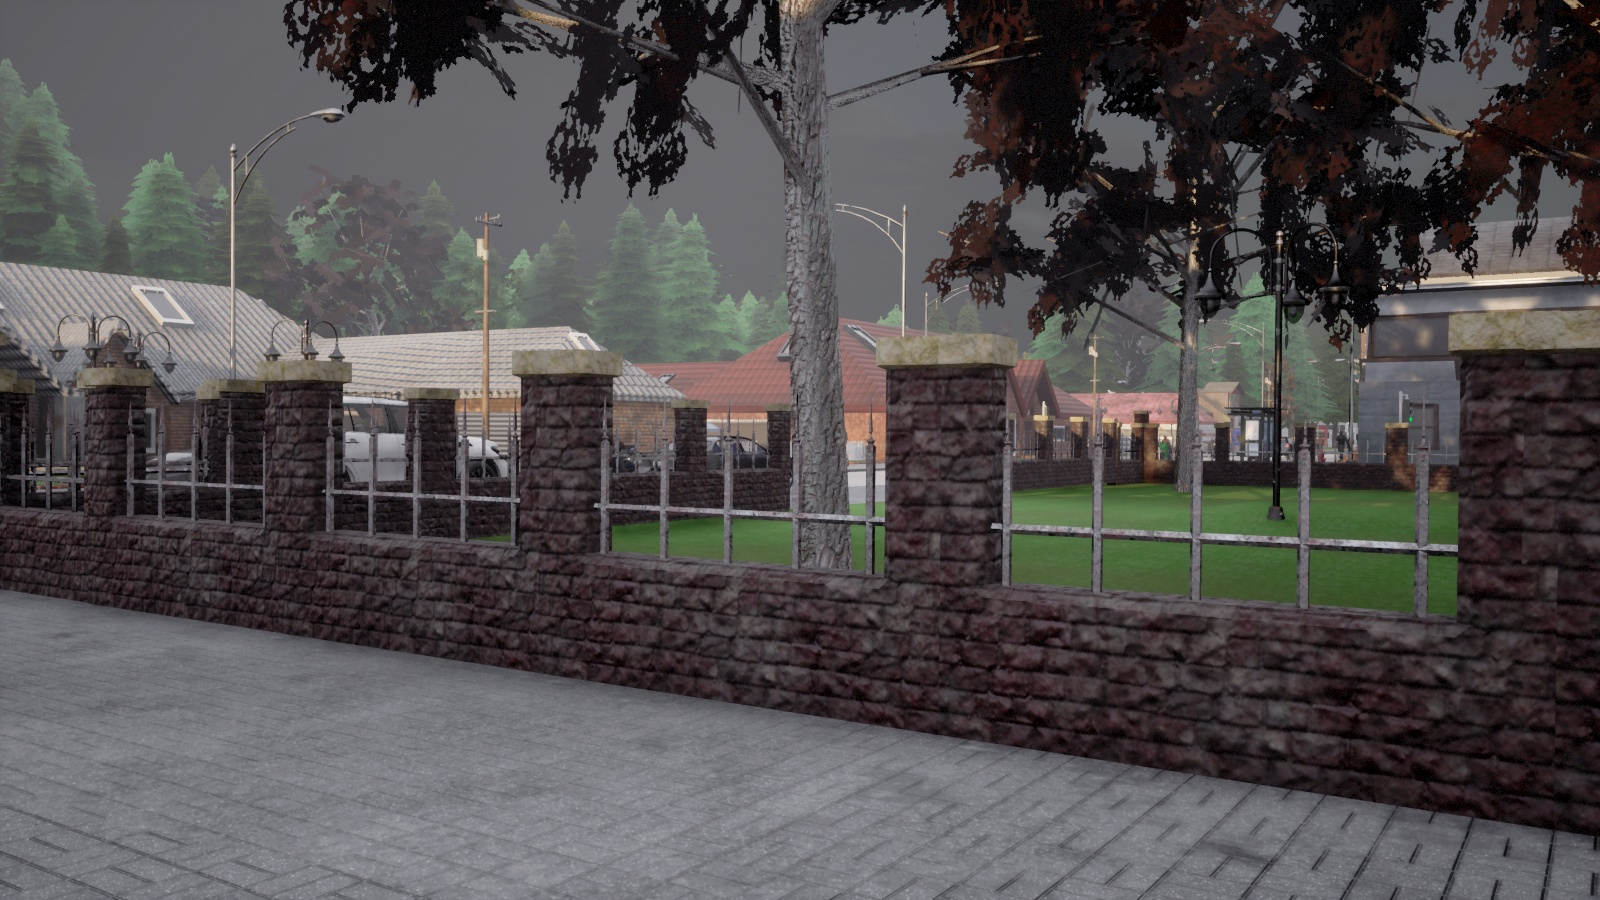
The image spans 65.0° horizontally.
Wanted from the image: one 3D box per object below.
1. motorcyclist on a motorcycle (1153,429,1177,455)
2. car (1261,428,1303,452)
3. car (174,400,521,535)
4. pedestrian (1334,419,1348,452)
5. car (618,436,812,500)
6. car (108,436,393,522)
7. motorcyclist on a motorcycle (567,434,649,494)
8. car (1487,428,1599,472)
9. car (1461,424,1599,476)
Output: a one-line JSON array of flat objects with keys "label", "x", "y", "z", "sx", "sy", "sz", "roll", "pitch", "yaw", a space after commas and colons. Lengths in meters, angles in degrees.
[{"label": "motorcyclist on a motorcycle", "x": 21.629, "y": -0.496, "z": 74.327, "sx": 0.797, "sy": 1.523, "sz": 2.044, "roll": 0, "pitch": 1, "yaw": 33}, {"label": "car", "x": 31.615, "y": -0.664, "z": 82.274, "sx": 1.845, "sy": 1.501, "sz": 3.633, "roll": 0, "pitch": 1, "yaw": 33}, {"label": "car", "x": -7.683, "y": 0.219, "z": 22.017, "sx": 2.150, "sy": 2.045, "sz": 5.566, "roll": 0, "pitch": 1, "yaw": 32}, {"label": "pedestrian", "x": 30.959, "y": -0.821, "z": 71.901, "sx": 0.563, "sy": 1.883, "sz": 0.849, "roll": 0, "pitch": 1, "yaw": 37}, {"label": "car", "x": -1.944, "y": 0.375, "z": 30.879, "sx": 2.033, "sy": 1.411, "sz": 5.357, "roll": 0, "pitch": 1, "yaw": 31}, {"label": "car", "x": -10.687, "y": 0.495, "z": 24.800, "sx": 1.837, "sy": 1.490, "sz": 4.892, "roll": 0, "pitch": 1, "yaw": 36}, {"label": "motorcyclist on a motorcycle", "x": -5.095, "y": 0.356, "z": 33.428, "sx": 0.866, "sy": 1.530, "sz": 2.191, "roll": 0, "pitch": 1, "yaw": 35}, {"label": "car", "x": 25.805, "y": -0.021, "z": 41.462, "sx": 5.357, "sy": 1.411, "sz": 2.033, "roll": 0, "pitch": 1, "yaw": 33}, {"label": "car", "x": 23.066, "y": -0.023, "z": 38.337, "sx": 5.008, "sy": 1.535, "sz": 1.882, "roll": 0, "pitch": 1, "yaw": 30}]
